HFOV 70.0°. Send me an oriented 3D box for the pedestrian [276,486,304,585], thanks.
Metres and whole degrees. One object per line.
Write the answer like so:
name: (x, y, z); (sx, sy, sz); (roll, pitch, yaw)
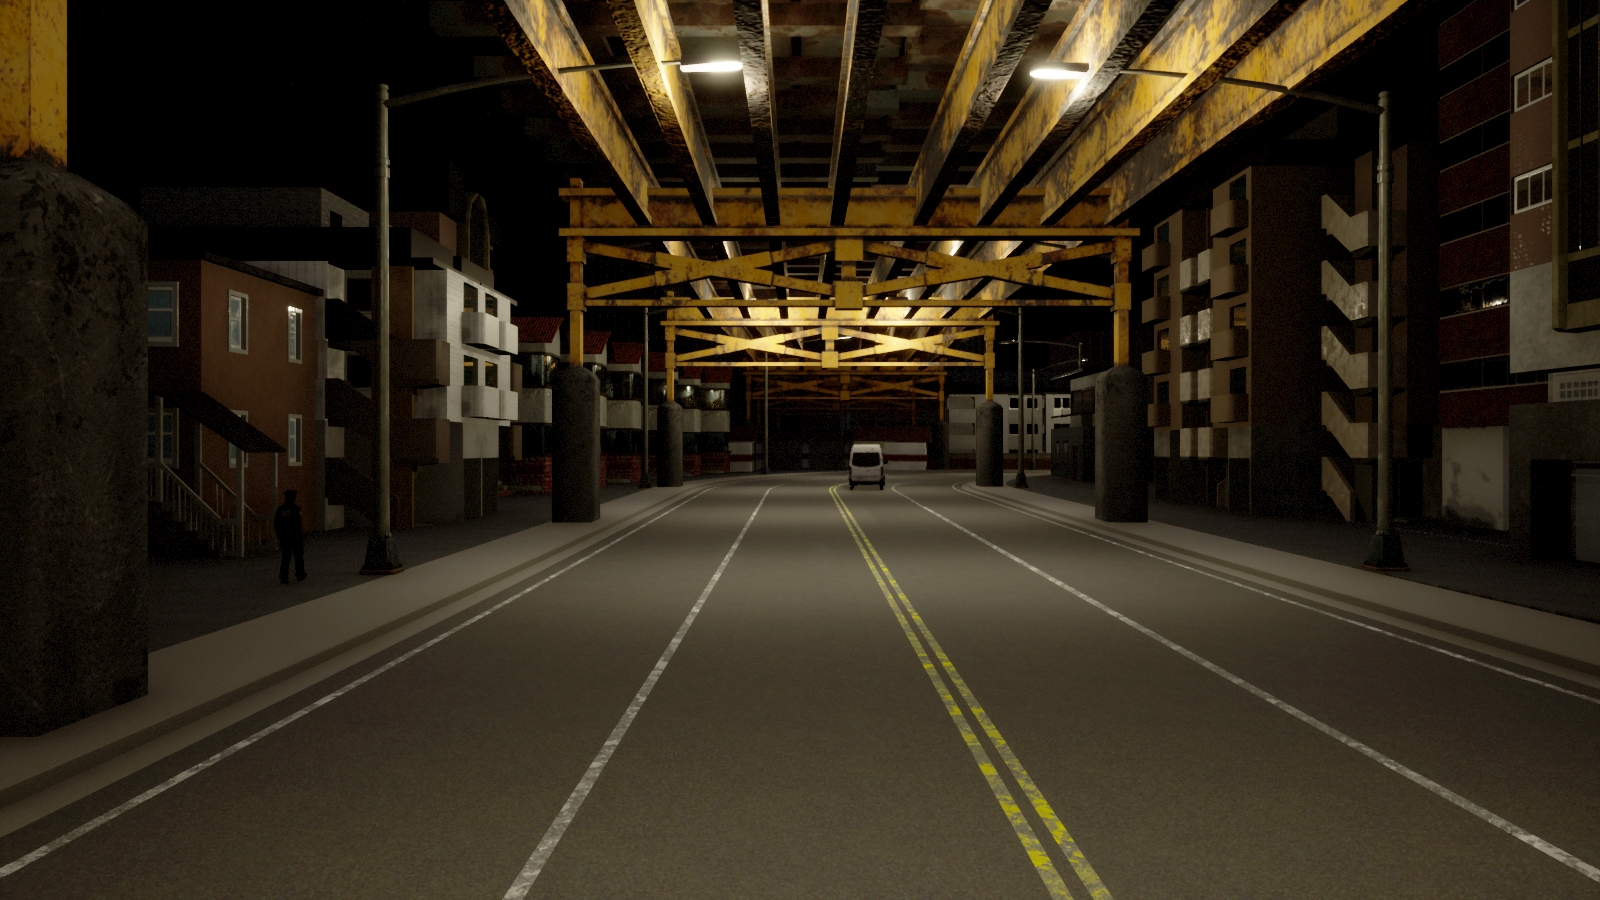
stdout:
pedestrian: (-9.727, 1.620, 21.801); (0.375, 1.860, 0.375); (0, 0, 0)
